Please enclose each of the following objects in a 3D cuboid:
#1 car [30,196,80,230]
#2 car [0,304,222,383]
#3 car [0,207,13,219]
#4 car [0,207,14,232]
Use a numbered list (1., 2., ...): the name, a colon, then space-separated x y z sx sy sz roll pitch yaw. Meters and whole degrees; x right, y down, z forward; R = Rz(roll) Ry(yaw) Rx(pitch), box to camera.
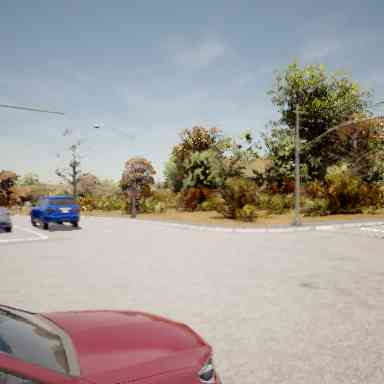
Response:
1. car: -9.289 1.340 22.395 2.150 2.045 5.566 0 -1 -36
2. car: -1.898 1.520 2.279 4.674 1.442 1.812 0 0 -35
3. car: -24.746 2.733 42.972 2.128 1.511 4.902 0 -3 -37
4. car: -12.398 1.678 20.437 2.033 1.411 5.357 0 -1 -37
